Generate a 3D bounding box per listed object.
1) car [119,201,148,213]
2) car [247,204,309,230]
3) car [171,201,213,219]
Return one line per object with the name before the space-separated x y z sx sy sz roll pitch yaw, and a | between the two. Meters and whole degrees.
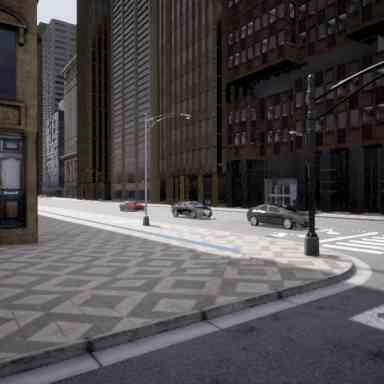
car | -7.234 1.790 40.743 1.895 1.301 4.718 0 0 -35
car | 5.782 1.584 22.257 1.837 1.490 4.892 0 0 -35
car | -0.086 1.623 30.576 2.128 1.511 4.902 0 0 -35
